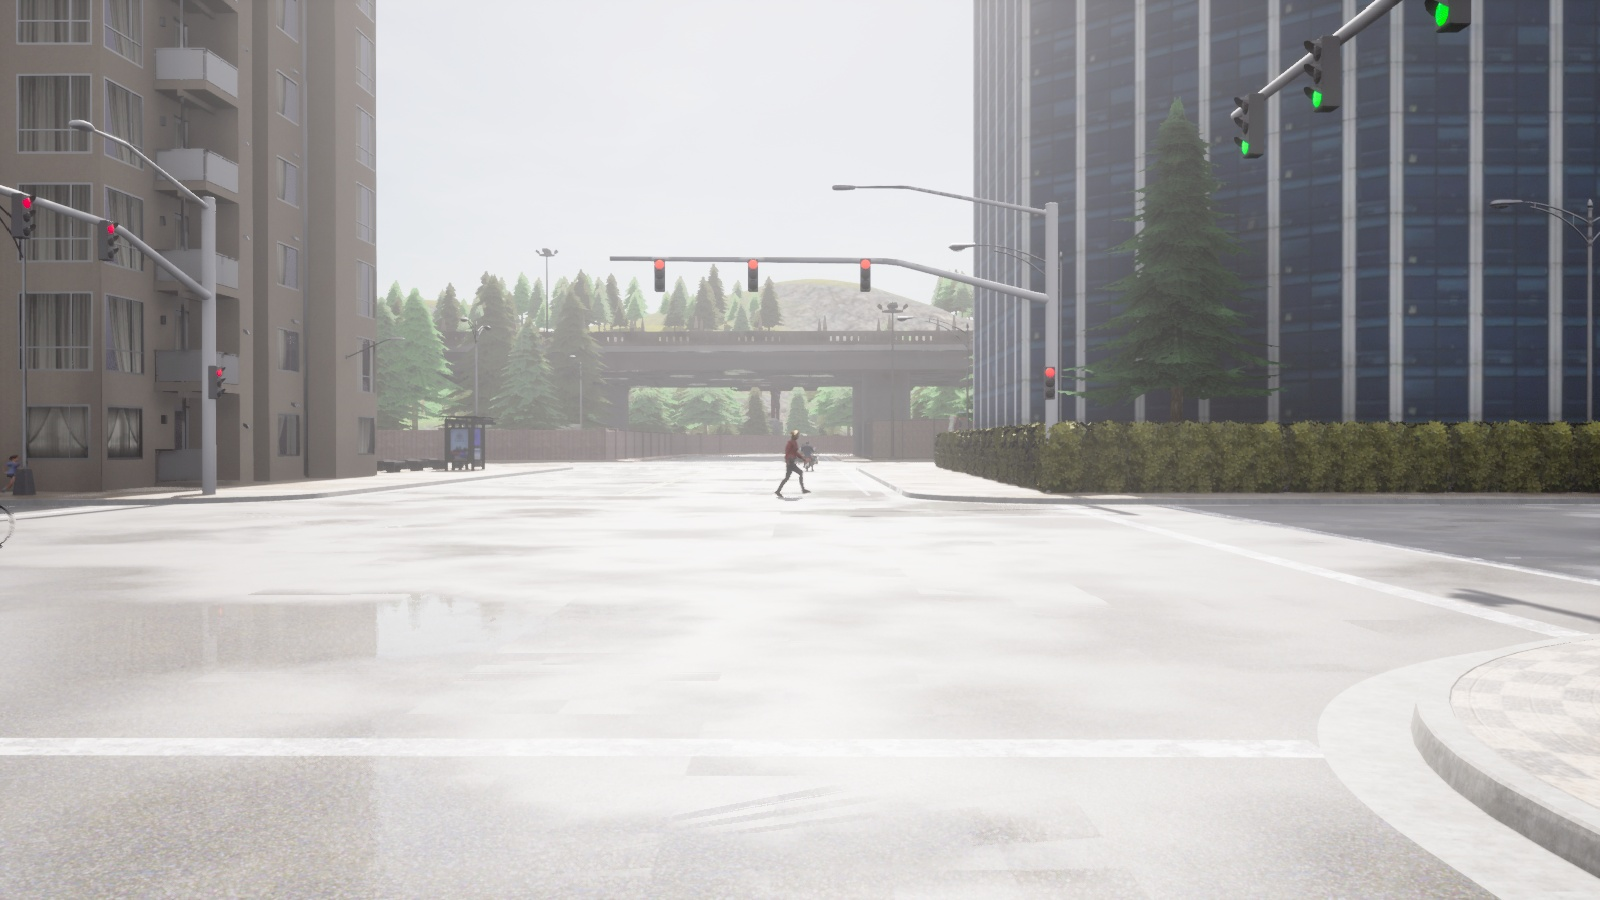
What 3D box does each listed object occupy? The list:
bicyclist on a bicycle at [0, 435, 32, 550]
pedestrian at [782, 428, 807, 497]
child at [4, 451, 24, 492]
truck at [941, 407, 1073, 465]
[{"bbox_3d":[-11.940,0.589,17.877,1.656,1.620,0.582,0,0,0],"label":"bicyclist on a bicycle"},{"bbox_3d":[-0.152,0.341,33.756,0.636,1.846,0.331,0,0,7],"label":"pedestrian"},{"bbox_3d":[-21.261,0.576,33.961,0.394,1.110,0.255,0,0,0],"label":"child"},{"bbox_3d":[14.020,-0.946,85.445,8.468,3.827,2.891,0,0,0],"label":"truck"}]
